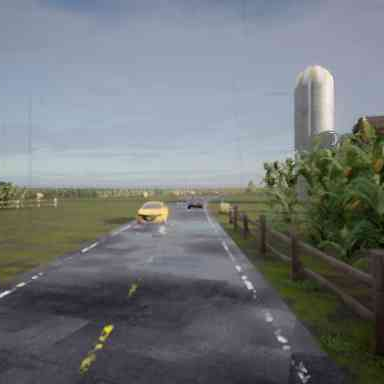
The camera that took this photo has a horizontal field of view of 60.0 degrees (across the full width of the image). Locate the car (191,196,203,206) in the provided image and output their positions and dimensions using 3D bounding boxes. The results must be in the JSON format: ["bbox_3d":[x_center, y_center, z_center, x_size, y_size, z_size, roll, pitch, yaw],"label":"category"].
[{"bbox_3d":[0.876,1.468,56.555,1.837,1.490,4.892,0,0,3],"label":"car"}]

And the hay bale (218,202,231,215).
[{"bbox_3d":[3.261,1.639,33.173,1.220,1.180,1.240,0,1,1],"label":"hay bale"}]

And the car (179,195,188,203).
[{"bbox_3d":[-1.366,1.300,66.151,2.097,1.767,4.553,0,0,3],"label":"car"}]

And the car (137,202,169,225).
[{"bbox_3d":[-2.807,1.466,24.434,1.882,1.535,5.008,0,0,1],"label":"car"}]

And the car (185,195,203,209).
[{"bbox_3d":[0.520,1.537,45.912,1.994,1.385,4.181,0,0,3],"label":"car"}]

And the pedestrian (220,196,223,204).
[{"bbox_3d":[2.980,1.266,34.454,0.375,1.860,0.375,0,1,-2],"label":"pedestrian"}]
